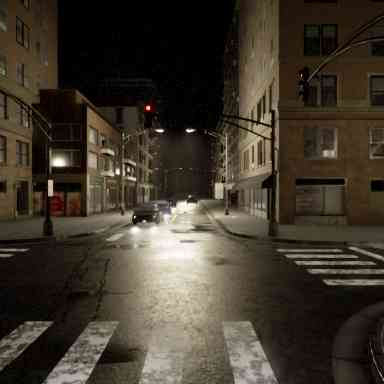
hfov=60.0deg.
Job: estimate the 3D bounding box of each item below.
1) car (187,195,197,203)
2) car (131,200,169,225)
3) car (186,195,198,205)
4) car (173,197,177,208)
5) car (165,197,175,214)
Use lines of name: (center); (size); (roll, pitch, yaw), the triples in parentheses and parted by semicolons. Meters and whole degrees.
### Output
car: (0.007, 1.445, 69.617); (2.128, 1.511, 4.902); (0, 0, 0)
car: (-3.132, 1.538, 24.521); (2.033, 1.411, 5.357); (0, 0, 0)
car: (0.022, 1.453, 59.253); (2.128, 1.511, 4.902); (0, 0, 0)
car: (-3.145, 1.461, 47.905); (2.128, 1.511, 4.902); (0, 0, 0)
car: (-3.145, 1.546, 34.437); (1.994, 1.385, 4.181); (0, 0, 0)
